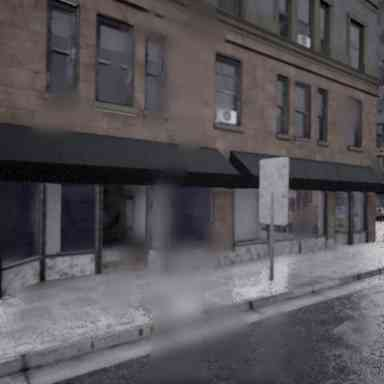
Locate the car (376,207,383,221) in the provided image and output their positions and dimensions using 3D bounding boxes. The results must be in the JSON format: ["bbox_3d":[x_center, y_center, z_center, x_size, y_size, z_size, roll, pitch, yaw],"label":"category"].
[{"bbox_3d":[16.756,2.043,29.467,2.008,1.369,4.403,0,-1,-35],"label":"car"}]
